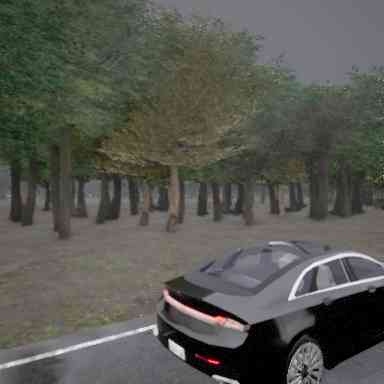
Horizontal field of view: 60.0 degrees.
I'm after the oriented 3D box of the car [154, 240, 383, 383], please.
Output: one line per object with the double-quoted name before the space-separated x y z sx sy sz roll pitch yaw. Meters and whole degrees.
"car" 1.807 1.504 5.033 4.902 1.511 2.128 0 0 -36
